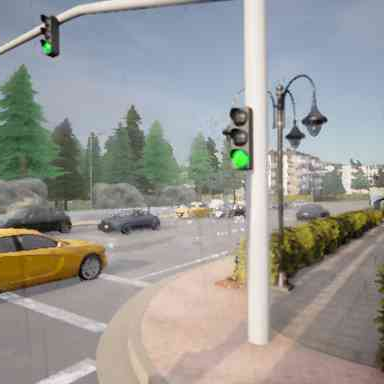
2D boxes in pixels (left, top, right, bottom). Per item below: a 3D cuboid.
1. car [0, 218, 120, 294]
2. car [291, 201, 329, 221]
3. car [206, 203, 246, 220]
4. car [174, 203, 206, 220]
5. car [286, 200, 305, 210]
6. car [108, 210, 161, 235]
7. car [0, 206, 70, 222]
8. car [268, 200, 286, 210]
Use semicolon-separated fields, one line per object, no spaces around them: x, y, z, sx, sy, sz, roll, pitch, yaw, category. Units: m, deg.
-4.410;1.637;8.220;1.882;1.535;5.008;-1;-1;36;car
10.638;1.797;29.219;1.994;1.385;4.181;-1;-1;36;car
3.776;1.803;31.828;2.128;1.511;4.902;-1;0;36;car
0.265;1.834;32.938;1.882;1.535;5.008;-1;-1;36;car
15.741;1.891;48.362;1.812;1.442;4.674;-1;-1;36;car
-3.888;1.848;21.137;1.994;1.385;4.181;-1;-1;36;car
-9.447;1.671;19.434;2.097;1.767;4.553;-1;-1;36;car
12.837;1.899;50.320;2.128;1.511;4.902;-1;-1;36;car
